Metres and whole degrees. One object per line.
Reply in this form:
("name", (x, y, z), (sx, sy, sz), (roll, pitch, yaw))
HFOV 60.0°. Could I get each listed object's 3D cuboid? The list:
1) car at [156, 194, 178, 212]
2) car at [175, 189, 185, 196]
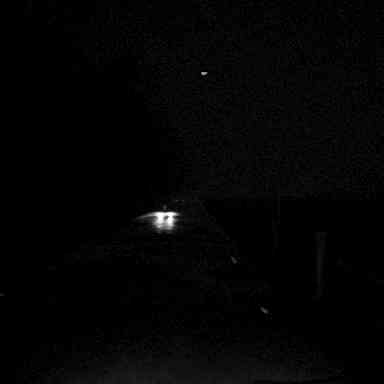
("car", (-2.839, 1.359, 37.153), (2.128, 1.511, 4.902), (0, 0, 0))
("car", (-2.737, 0.278, 77.616), (2.150, 2.045, 5.566), (0, 1, 0))
